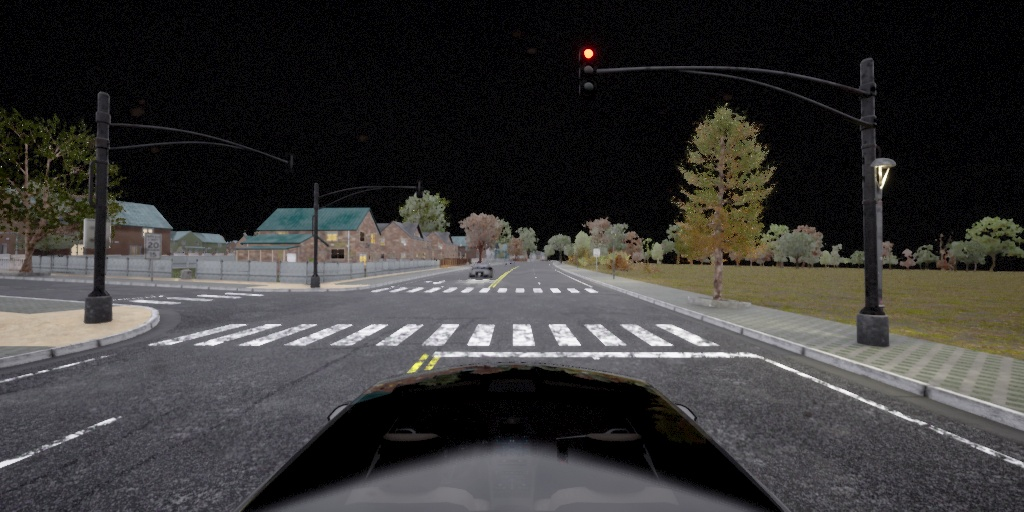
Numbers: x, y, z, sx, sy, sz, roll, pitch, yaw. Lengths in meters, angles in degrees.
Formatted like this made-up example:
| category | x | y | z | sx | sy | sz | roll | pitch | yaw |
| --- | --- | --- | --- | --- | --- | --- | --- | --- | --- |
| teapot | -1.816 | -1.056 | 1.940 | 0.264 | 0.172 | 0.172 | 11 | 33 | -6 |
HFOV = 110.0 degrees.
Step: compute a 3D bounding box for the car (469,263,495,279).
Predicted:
| category | x | y | z | sx | sy | sz | roll | pitch | yaw |
| --- | --- | --- | --- | --- | --- | --- | --- | --- | --- |
| car | -2.669 | 1.352 | 32.345 | 1.994 | 1.385 | 4.181 | 0 | 0 | 2 |
